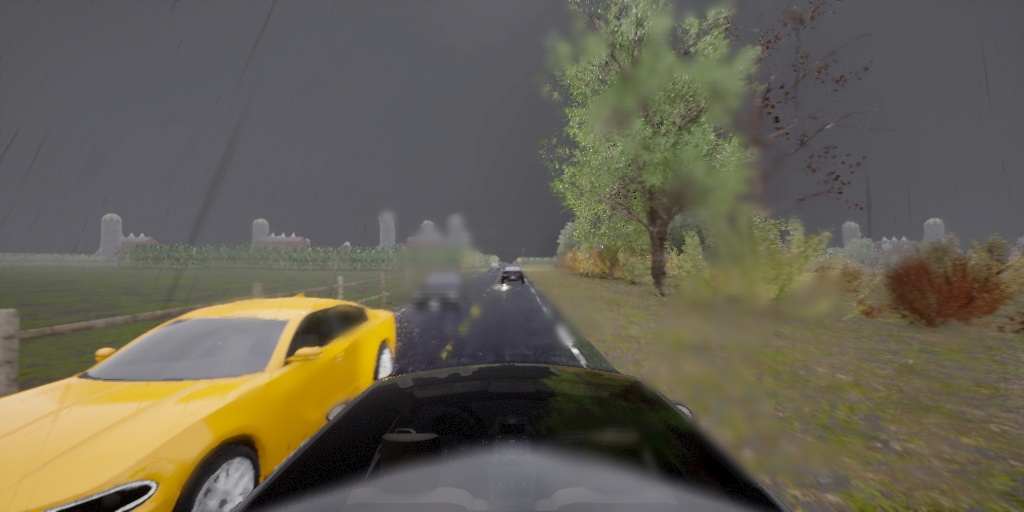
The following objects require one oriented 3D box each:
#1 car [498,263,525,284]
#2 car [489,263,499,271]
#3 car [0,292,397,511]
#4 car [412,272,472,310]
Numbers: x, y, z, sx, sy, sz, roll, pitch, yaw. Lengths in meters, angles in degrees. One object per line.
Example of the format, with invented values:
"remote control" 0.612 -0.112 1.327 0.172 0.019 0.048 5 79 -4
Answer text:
"car" 0.065 1.497 30.247 1.882 1.535 5.008 0 0 0
"car" -2.880 1.845 61.367 1.812 1.442 4.674 0 -1 1
"car" -2.845 1.254 4.011 1.882 1.535 5.008 0 -1 0
"car" -2.864 1.436 15.894 2.033 1.411 5.357 0 -1 0
